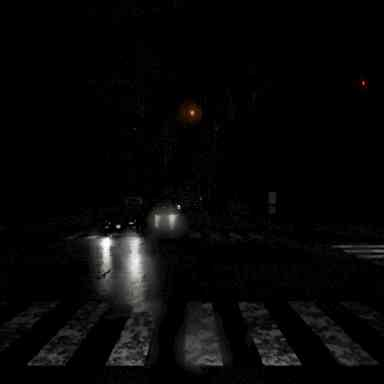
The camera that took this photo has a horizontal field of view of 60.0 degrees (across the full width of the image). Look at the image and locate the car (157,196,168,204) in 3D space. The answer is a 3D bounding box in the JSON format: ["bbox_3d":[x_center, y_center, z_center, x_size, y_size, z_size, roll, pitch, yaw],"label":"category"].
[{"bbox_3d":[-5.445,1.516,62.220,1.752,1.417,4.829,0,0,0],"label":"car"}]

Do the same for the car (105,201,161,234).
[{"bbox_3d":[-3.412,1.502,19.184,1.837,1.490,4.892,0,0,7],"label":"car"}]

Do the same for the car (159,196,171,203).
[{"bbox_3d":[-5.447,1.540,67.795,2.008,1.369,4.403,0,0,0],"label":"car"}]

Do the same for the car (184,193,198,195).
[{"bbox_3d":[-0.047,1.481,65.166,2.128,1.511,4.902,0,0,0],"label":"car"}]

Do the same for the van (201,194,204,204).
[{"bbox_3d":[2.651,1.334,51.584,1.690,1.788,3.998,0,0,0],"label":"van"}]

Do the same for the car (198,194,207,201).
[{"bbox_3d":[2.599,1.425,84.021,1.967,1.590,4.097,0,0,0],"label":"car"}]

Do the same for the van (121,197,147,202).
[{"bbox_3d":[-5.431,1.337,29.952,1.690,1.788,3.998,0,0,0],"label":"van"}]

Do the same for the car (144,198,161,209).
[{"bbox_3d":[-5.438,1.538,46.170,1.887,1.381,4.507,0,0,0],"label":"car"}]

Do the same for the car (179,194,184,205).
[{"bbox_3d":[-2.803,1.539,58.105,2.033,1.411,5.357,0,0,0],"label":"car"}]

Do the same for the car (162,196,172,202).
[{"bbox_3d":[-5.450,1.554,73.202,1.947,1.339,4.313,0,0,0],"label":"car"}]

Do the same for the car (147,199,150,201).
[{"bbox_3d":[-5.436,1.561,40.764,1.947,1.339,4.313,0,0,0],"label":"car"}]

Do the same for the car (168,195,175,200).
[{"bbox_3d":[-5.457,1.566,89.420,1.802,1.307,4.206,0,0,0],"label":"car"}]

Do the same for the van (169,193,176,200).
[{"bbox_3d":[-5.459,1.324,94.827,1.690,1.788,3.998,0,0,0],"label":"van"}]

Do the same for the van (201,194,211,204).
[{"bbox_3d":[2.634,1.331,62.397,1.690,1.788,3.998,0,0,0],"label":"van"}]

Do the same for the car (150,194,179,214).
[{"bbox_3d":[-2.881,1.219,36.205,2.150,2.045,5.566,0,0,0],"label":"car"}]

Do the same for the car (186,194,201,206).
[{"bbox_3d":[0.013,1.539,55.217,2.033,1.411,5.357,0,0,0],"label":"car"}]

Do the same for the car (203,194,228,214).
[{"bbox_3d":[2.678,1.311,35.365,2.192,1.841,5.009,0,0,0],"label":"car"}]

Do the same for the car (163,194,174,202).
[{"bbox_3d":[-5.452,1.301,78.608,2.192,1.841,5.009,0,0,0],"label":"car"}]
